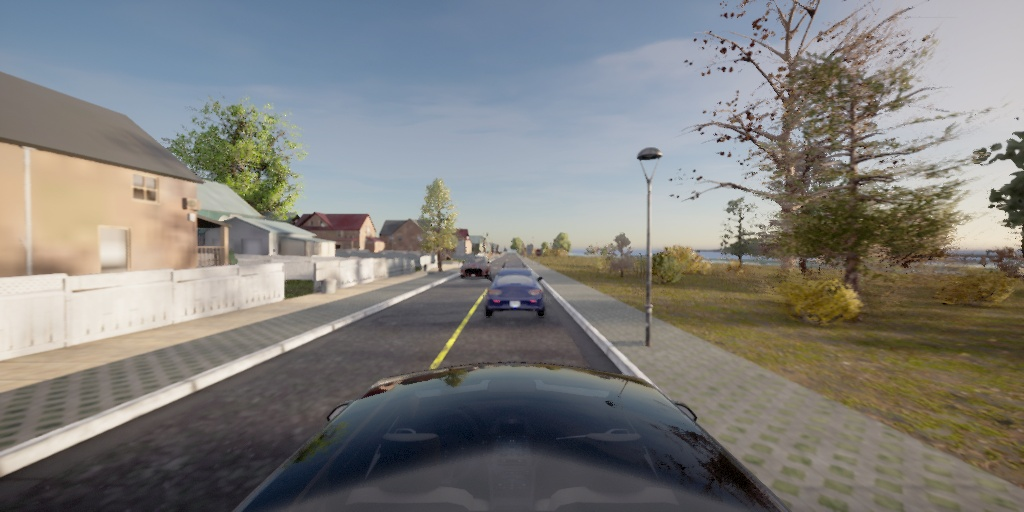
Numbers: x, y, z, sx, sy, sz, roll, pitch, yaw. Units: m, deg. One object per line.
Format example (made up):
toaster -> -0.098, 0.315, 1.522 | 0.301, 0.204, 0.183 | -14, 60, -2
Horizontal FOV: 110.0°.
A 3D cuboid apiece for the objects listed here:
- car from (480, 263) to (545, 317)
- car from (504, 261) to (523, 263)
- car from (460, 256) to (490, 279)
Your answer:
car -> 0.103, 1.143, 12.377 | 1.812, 1.442, 4.674 | 0, 1, 0
car -> 0.131, 1.043, 26.479 | 1.895, 1.301, 4.718 | 0, 1, 0
car -> -2.774, 0.774, 28.073 | 2.097, 1.767, 4.553 | 0, 1, 0
